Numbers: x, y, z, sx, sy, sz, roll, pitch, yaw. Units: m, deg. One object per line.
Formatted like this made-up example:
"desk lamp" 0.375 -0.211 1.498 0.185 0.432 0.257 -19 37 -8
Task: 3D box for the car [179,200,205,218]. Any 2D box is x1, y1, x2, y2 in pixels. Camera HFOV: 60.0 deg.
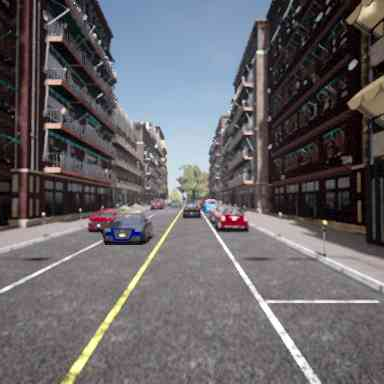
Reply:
"car" -0.004 1.963 35.750 2.128 1.511 4.902 0 -1 0

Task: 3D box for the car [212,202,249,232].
"car" 2.647 1.740 22.710 1.967 1.590 4.097 1 -1 0

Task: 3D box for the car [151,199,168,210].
"car" -5.819 2.067 56.696 2.192 1.841 5.009 1 -1 0

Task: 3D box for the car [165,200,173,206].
"car" -5.896 2.658 84.829 1.752 1.417 4.829 1 -1 0

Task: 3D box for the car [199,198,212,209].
"car" 2.546 2.143 62.338 2.192 1.841 5.009 1 -1 0

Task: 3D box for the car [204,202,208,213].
"car" 2.616 1.999 34.030 2.008 1.369 4.403 1 -1 0

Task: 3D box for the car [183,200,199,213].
"car" -0.060 1.957 45.833 2.097 1.767 4.553 0 -1 0

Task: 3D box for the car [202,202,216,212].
"car" 2.571 2.257 51.013 1.802 1.307 4.206 1 -1 0

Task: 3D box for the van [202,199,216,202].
"van" 2.589 1.940 45.355 1.690 1.788 3.998 1 -1 0

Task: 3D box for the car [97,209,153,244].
"car" -3.141 1.789 17.007 1.994 1.385 4.181 0 -1 0

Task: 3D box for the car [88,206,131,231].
"car" -5.735 1.845 22.727 1.887 1.381 4.507 1 -1 0

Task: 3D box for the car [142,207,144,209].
"car" -5.764 1.972 33.879 1.752 1.417 4.829 1 -1 0

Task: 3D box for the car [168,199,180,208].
"car" -3.178 2.230 66.160 2.097 1.767 4.553 0 -1 0

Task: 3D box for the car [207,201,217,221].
"car" 2.632 1.814 28.370 1.967 1.590 4.097 1 -1 0

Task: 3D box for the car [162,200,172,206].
"car" -5.881 2.609 79.337 2.008 1.369 4.403 1 -1 0

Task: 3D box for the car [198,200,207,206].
"car" 2.499 2.608 79.320 2.008 1.369 4.403 1 -1 0

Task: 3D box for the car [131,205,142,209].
"car" -5.749 1.898 28.218 1.752 1.417 4.829 1 -1 0

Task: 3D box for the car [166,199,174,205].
"car" -5.911 2.757 90.659 1.887 1.381 4.507 1 -1 0

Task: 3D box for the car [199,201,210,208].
"car" 2.528 2.470 67.997 1.947 1.339 4.313 1 -1 0
